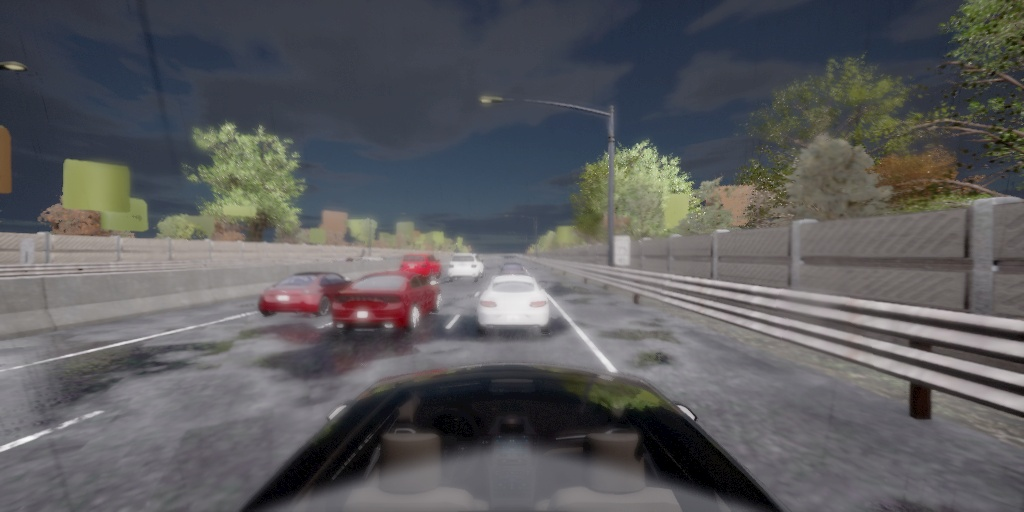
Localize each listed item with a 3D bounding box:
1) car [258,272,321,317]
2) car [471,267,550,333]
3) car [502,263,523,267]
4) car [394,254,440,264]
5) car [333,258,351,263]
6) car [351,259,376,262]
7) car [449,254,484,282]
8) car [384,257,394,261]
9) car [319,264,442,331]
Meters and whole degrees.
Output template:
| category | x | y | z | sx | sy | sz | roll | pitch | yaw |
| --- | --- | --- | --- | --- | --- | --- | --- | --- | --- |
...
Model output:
| category | x | y | z | sx | sy | sz | roll | pitch | yaw |
| --- | --- | --- | --- | --- | --- | --- | --- | --- | --- |
| car | -6.934 | 1.256 | 12.919 | 1.994 | 1.385 | 4.181 | 0 | 0 | 0 |
| car | 0.048 | 1.232 | 10.414 | 1.812 | 1.442 | 4.674 | 0 | 0 | 1 |
| car | 0.031 | 1.183 | 24.909 | 2.033 | 1.411 | 5.357 | 0 | 0 | 0 |
| car | -6.938 | 0.846 | 27.694 | 2.150 | 2.045 | 5.566 | 0 | 1 | 0 |
| car | -24.554 | 1.040 | 52.505 | 1.812 | 1.442 | 4.674 | 0 | 0 | 0 |
| car | -21.061 | 1.117 | 52.267 | 1.895 | 1.301 | 4.718 | 0 | 0 | 0 |
| car | -3.436 | 0.847 | 27.592 | 2.150 | 2.045 | 5.566 | 0 | 1 | 1 |
| car | -17.563 | 0.866 | 52.852 | 2.097 | 1.767 | 4.553 | 0 | 0 | 0 |
| car | -3.450 | 1.182 | 10.795 | 1.882 | 1.535 | 5.008 | 0 | 1 | 0 |
